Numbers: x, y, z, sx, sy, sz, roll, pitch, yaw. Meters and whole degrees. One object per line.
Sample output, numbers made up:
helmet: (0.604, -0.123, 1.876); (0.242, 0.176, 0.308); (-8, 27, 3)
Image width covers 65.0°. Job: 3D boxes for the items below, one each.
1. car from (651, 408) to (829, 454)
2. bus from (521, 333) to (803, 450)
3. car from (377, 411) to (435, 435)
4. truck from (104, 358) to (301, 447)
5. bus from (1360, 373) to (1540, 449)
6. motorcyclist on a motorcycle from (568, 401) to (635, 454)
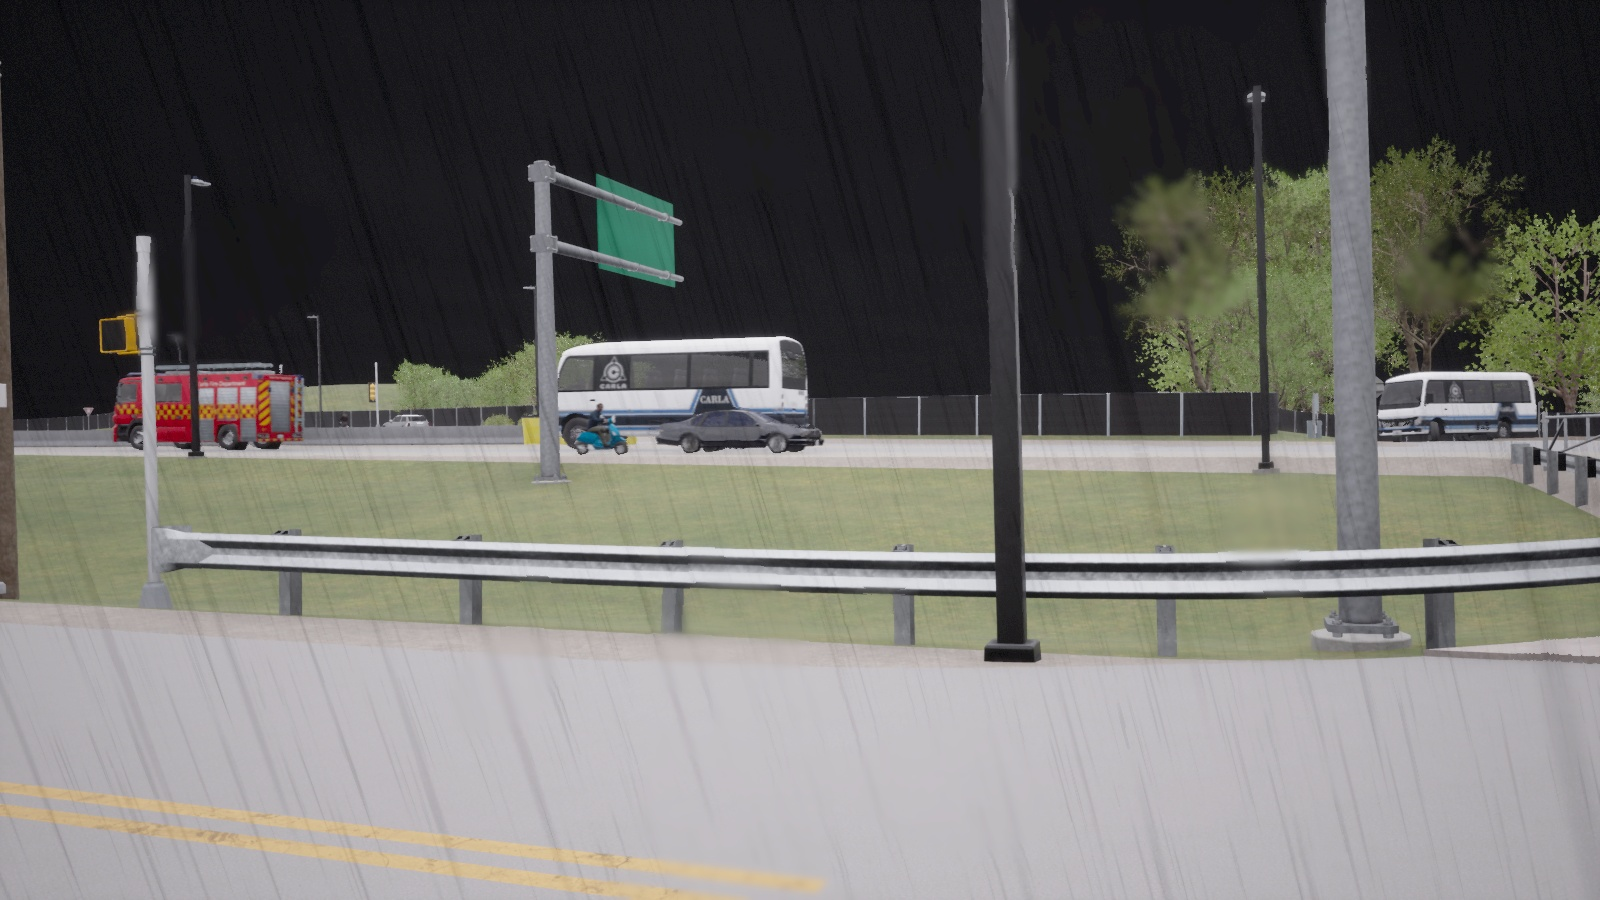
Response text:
car: (-1.934, -0.612, 40.555); (5.357, 1.411, 2.033); (0, 1, 19)
bus: (-5.394, -2.170, 49.175); (10.273, 4.253, 3.944); (0, 1, 19)
car: (-24.933, -1.708, 79.462); (1.970, 1.475, 3.806); (-2, 2, -44)
truck: (-27.028, -2.096, 56.787); (8.468, 3.827, 2.891); (0, 1, 19)
bus: (39.229, -2.271, 75.737); (10.273, 4.253, 3.944); (-1, -1, -23)
motorcyclist on a motorcycle: (-6.058, -0.676, 38.295); (1.817, 1.590, 0.866); (0, 1, 19)
